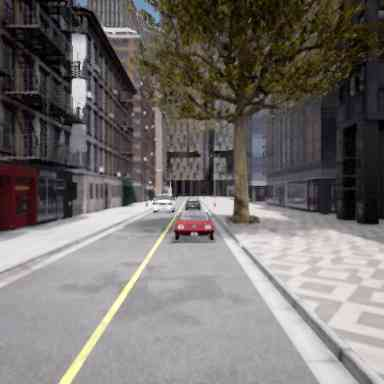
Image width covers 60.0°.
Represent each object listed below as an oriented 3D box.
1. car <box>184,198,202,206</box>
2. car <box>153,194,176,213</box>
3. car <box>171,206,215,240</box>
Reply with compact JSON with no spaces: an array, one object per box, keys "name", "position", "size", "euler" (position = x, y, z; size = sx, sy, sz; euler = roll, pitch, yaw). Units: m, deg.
[{"name":"car","position":[0.122,1.439,39.704],"size":[2.128,1.511,4.902],"euler":[0,0,0]},{"name":"car","position":[-2.980,1.231,36.415],"size":[2.150,2.045,5.566],"euler":[0,0,0]},{"name":"car","position":[0.111,1.595,17.072],"size":[1.895,1.301,4.718],"euler":[0,0,0]}]
